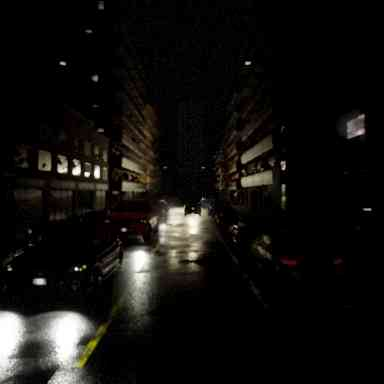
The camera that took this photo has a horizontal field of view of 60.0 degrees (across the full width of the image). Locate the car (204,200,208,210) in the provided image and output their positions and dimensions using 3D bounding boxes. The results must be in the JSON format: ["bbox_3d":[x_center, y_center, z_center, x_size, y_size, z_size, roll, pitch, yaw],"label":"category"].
[{"bbox_3d":[2.681,1.939,36.788,1.947,1.339,4.313,0,-1,0],"label":"car"}]

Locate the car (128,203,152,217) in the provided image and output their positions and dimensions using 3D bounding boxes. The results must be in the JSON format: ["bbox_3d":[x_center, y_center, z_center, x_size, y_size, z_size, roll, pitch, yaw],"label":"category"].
[{"bbox_3d":[-5.700,1.917,36.800,1.887,1.381,4.507,0,-1,0],"label":"car"}]

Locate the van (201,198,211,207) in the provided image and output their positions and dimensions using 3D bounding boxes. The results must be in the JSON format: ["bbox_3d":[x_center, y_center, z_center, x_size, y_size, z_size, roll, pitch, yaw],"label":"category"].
[{"bbox_3d":[2.676,2.002,64.406,1.690,1.788,3.998,-1,-1,0],"label":"van"}]

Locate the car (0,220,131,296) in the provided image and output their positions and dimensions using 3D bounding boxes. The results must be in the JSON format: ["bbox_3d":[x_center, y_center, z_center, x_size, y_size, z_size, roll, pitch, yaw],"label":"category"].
[{"bbox_3d":[-3.092,1.652,8.759,1.994,1.385,4.181,0,-1,0],"label":"car"}]

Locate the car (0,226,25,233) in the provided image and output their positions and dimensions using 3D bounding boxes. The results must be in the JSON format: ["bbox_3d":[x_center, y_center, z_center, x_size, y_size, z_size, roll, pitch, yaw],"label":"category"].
[{"bbox_3d":[-5.698,1.658,9.183,1.947,1.339,4.313,0,-1,0],"label":"car"}]

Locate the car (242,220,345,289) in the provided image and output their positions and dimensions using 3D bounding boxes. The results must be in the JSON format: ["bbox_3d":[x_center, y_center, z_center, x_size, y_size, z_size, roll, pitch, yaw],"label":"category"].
[{"bbox_3d":[2.683,1.674,9.172,1.802,1.307,4.206,0,-1,0],"label":"car"}]

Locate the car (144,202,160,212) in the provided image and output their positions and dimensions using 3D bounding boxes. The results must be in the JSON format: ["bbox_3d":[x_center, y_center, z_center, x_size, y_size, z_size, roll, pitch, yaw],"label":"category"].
[{"bbox_3d":[-5.701,2.069,47.846,1.802,1.307,4.206,0,-1,0],"label":"car"}]

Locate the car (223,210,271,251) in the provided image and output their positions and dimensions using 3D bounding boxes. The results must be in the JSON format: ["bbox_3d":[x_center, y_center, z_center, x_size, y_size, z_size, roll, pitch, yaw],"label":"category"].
[{"bbox_3d":[2.682,1.714,14.695,1.947,1.339,4.313,0,-1,0],"label":"car"}]

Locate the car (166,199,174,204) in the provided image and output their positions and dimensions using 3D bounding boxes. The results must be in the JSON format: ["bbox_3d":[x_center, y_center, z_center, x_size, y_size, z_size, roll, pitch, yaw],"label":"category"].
[{"bbox_3d":[-5.704,2.441,86.508,1.887,1.381,4.507,0,-1,0],"label":"car"}]

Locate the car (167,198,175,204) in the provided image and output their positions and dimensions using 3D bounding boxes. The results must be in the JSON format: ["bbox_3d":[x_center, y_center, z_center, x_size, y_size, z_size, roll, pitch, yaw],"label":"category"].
[{"bbox_3d":[-5.705,2.501,92.032,1.887,1.381,4.507,0,-1,0],"label":"car"}]

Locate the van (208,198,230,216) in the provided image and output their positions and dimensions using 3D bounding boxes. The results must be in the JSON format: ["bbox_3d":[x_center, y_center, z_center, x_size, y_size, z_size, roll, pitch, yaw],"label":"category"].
[{"bbox_3d":[2.679,1.657,31.267,1.690,1.788,3.998,0,-1,0],"label":"van"}]

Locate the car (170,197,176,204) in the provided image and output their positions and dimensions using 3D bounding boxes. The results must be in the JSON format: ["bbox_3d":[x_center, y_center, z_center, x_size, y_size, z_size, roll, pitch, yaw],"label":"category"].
[{"bbox_3d":[-5.703,2.403,80.984,1.947,1.339,4.313,0,-1,0],"label":"car"}]

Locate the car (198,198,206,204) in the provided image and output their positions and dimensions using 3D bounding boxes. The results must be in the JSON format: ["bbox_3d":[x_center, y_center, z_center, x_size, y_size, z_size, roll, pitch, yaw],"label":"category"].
[{"bbox_3d":[2.676,2.507,92.019,2.008,1.369,4.403,-1,-1,0],"label":"car"}]

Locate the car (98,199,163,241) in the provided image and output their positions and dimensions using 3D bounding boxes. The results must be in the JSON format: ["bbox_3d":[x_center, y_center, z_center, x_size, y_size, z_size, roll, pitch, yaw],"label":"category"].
[{"bbox_3d":[-3.083,1.401,18.117,2.150,2.045,5.566,0,0,1],"label":"car"}]

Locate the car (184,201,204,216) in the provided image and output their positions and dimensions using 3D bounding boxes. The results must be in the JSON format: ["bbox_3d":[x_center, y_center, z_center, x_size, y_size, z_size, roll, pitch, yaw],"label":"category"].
[{"bbox_3d":[0.098,1.973,36.711,1.895,1.301,4.718,0,-1,1],"label":"car"}]

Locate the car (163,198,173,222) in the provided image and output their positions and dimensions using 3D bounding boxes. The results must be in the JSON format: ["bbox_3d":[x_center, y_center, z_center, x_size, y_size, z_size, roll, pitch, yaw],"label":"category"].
[{"bbox_3d":[-3.082,1.642,28.831,2.097,1.767,4.553,0,-1,0],"label":"car"}]

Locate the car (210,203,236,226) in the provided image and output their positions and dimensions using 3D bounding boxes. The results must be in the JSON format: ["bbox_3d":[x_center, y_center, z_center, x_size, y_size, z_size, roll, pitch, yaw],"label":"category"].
[{"bbox_3d":[2.681,1.804,25.742,1.887,1.381,4.507,0,-1,0],"label":"car"}]

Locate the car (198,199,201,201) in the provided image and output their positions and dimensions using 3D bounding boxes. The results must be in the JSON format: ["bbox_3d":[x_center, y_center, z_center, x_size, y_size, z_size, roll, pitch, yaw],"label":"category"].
[{"bbox_3d":[0.002,2.033,49.815,1.812,1.442,4.674,0,0,0],"label":"car"}]

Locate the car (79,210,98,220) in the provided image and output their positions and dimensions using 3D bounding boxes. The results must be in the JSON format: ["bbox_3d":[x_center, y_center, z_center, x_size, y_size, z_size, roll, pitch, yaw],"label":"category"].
[{"bbox_3d":[-5.699,1.769,20.230,1.947,1.339,4.313,0,-1,0],"label":"car"}]

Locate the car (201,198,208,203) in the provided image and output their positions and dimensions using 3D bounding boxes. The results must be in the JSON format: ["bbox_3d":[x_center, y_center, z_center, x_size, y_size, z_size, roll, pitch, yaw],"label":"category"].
[{"bbox_3d":[2.679,2.072,53.527,1.752,1.417,4.829,0,-1,0],"label":"car"}]

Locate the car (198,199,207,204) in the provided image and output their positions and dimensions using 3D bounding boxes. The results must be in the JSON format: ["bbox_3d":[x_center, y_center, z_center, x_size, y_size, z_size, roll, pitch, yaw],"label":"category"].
[{"bbox_3d":[2.677,2.448,86.495,2.008,1.369,4.403,-1,-1,0],"label":"car"}]

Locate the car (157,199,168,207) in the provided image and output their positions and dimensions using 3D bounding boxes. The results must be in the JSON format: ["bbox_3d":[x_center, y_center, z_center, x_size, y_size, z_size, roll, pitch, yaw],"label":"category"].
[{"bbox_3d":[-5.703,2.184,64.246,1.752,1.417,4.829,0,-1,0],"label":"car"}]
